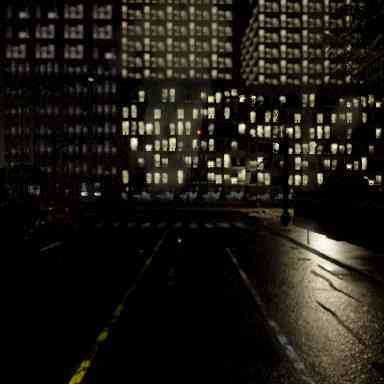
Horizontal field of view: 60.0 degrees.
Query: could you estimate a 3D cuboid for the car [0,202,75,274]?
[{"bbox_3d":[-5.385,1.274,10.624,2.192,1.841,5.009,0,0,0],"label":"car"}]
